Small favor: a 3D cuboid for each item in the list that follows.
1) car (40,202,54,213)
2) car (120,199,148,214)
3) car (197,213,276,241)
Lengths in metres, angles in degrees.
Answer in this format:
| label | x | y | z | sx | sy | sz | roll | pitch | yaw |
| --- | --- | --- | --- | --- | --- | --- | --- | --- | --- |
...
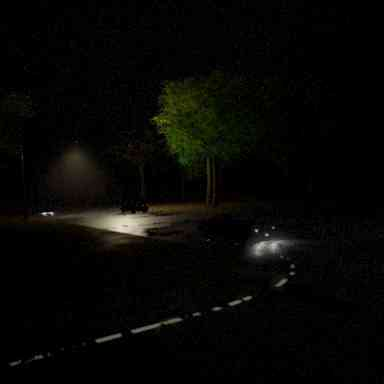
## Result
| label | x | y | z | sx | sy | sz | roll | pitch | yaw |
| --- | --- | --- | --- | --- | --- | --- | --- | --- | --- |
| car | -28.140 | 3.244 | 64.820 | 1.994 | 1.385 | 4.181 | -4 | 1 | -29 |
| car | -8.244 | 2.008 | 46.944 | 2.150 | 2.045 | 5.566 | -4 | 1 | -36 |
| car | 2.457 | 1.987 | 20.044 | 2.033 | 1.411 | 5.357 | -4 | 1 | -36 |
